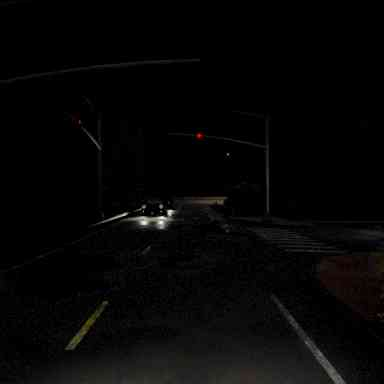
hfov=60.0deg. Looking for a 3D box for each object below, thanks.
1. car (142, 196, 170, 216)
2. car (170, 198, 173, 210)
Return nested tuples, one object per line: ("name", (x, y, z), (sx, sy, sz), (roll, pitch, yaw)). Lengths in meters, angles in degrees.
("car", (-3.626, 1.352, 32.633), (2.097, 1.767, 4.553), (0, 0, 0))
("car", (-3.604, 1.352, 43.342), (2.097, 1.767, 4.553), (0, 0, 0))
